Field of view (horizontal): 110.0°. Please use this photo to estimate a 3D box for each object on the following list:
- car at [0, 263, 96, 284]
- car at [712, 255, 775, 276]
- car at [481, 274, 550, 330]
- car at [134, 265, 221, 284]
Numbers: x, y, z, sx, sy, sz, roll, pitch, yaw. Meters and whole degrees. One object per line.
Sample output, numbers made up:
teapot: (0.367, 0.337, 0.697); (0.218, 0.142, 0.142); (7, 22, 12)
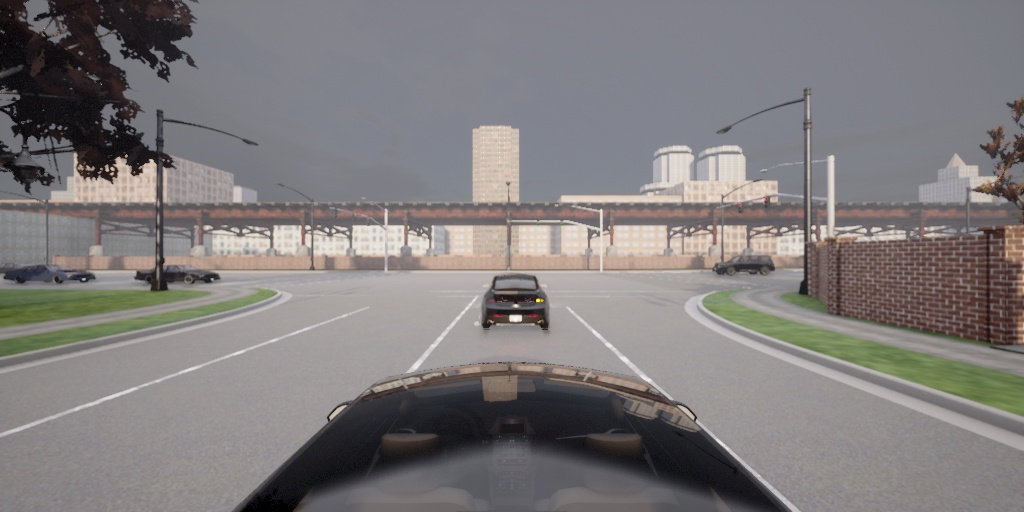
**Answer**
car: (-35.346, 1.387, 27.479); (5.357, 1.411, 2.033); (0, 0, 2)
car: (23.559, 0.954, 36.532); (5.566, 2.045, 2.150); (-1, 0, 3)
car: (0.098, 1.292, 11.319); (1.837, 1.490, 4.892); (0, 0, 0)
car: (-25.297, 1.386, 27.162); (5.357, 1.411, 2.033); (0, 0, 2)
